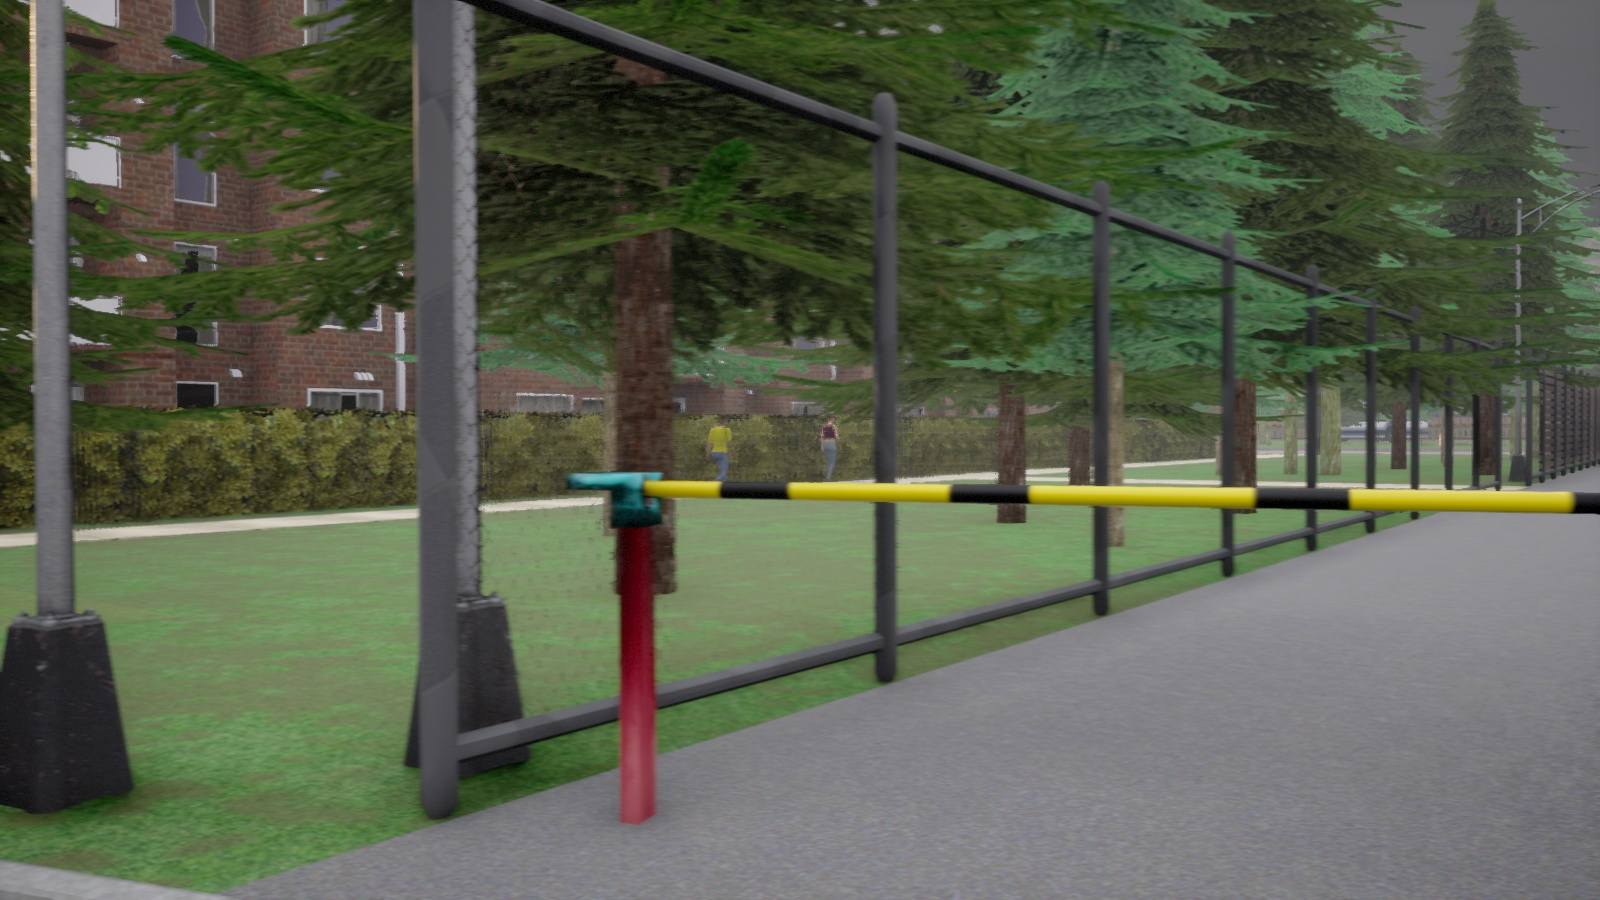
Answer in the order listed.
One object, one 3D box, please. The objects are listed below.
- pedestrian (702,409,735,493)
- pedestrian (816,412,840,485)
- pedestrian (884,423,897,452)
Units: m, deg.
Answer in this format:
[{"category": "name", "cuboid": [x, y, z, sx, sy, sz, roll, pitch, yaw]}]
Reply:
[{"category": "pedestrian", "cuboid": [-1.806, 0.014, 27.741, 0.354, 1.836, 0.706, 1, 1, 36]}, {"category": "pedestrian", "cuboid": [0.714, -0.045, 32.123, 0.345, 1.836, 0.594, 1, 1, 36]}, {"category": "pedestrian", "cuboid": [5.884, -0.798, 81.436, 0.703, 1.840, 0.431, 1, 1, 38]}]
